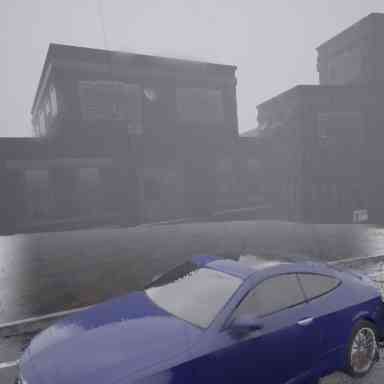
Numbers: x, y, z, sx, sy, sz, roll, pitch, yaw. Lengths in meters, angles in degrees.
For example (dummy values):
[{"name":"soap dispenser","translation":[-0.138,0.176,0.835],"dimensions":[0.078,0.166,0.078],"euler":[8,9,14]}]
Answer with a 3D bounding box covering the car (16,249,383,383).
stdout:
[{"name":"car","translation":[0.491,1.515,4.050],"dimensions":[4.674,1.442,1.812],"euler":[0,0,-32]}]
